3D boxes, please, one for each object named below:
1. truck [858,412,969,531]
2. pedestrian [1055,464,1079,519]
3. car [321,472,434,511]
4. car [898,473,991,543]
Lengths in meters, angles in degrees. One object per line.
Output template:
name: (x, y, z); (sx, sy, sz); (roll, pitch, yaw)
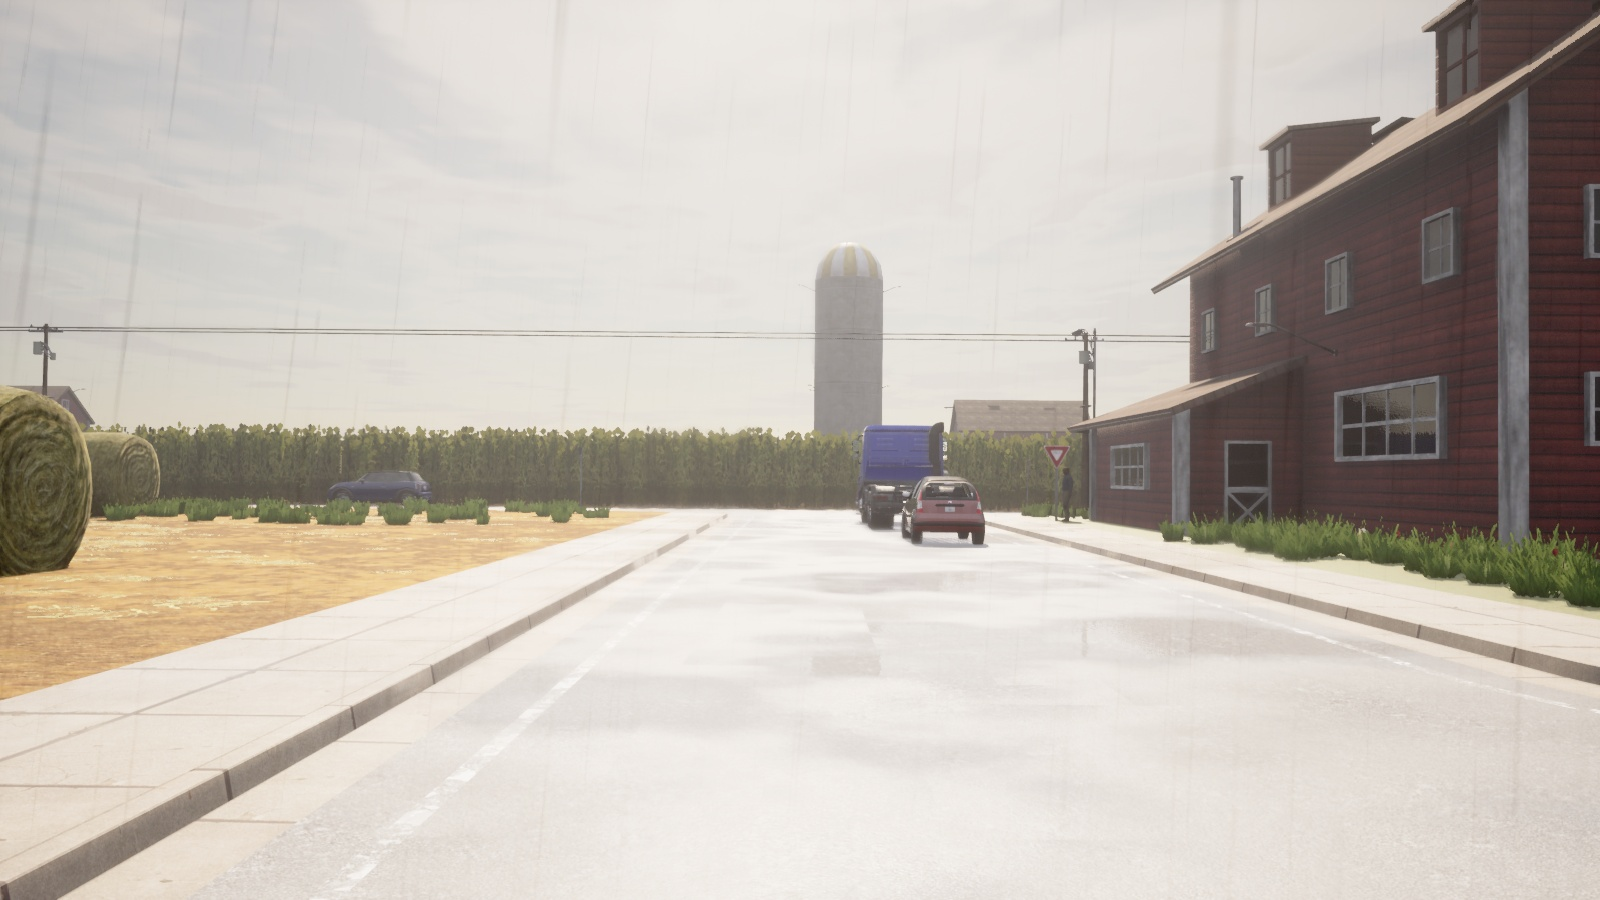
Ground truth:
truck: (3.507, 0.709, 40.789); (2.891, 3.462, 7.936); (0, -1, 0)
pedestrian: (8.872, 1.383, 41.786); (0.726, 1.835, 0.370); (0, -1, 2)
car: (-19.631, 1.908, 58.496); (4.553, 1.767, 2.097); (0, -1, 1)
car: (3.507, 1.387, 31.174); (1.851, 1.617, 3.988); (0, -1, 0)
